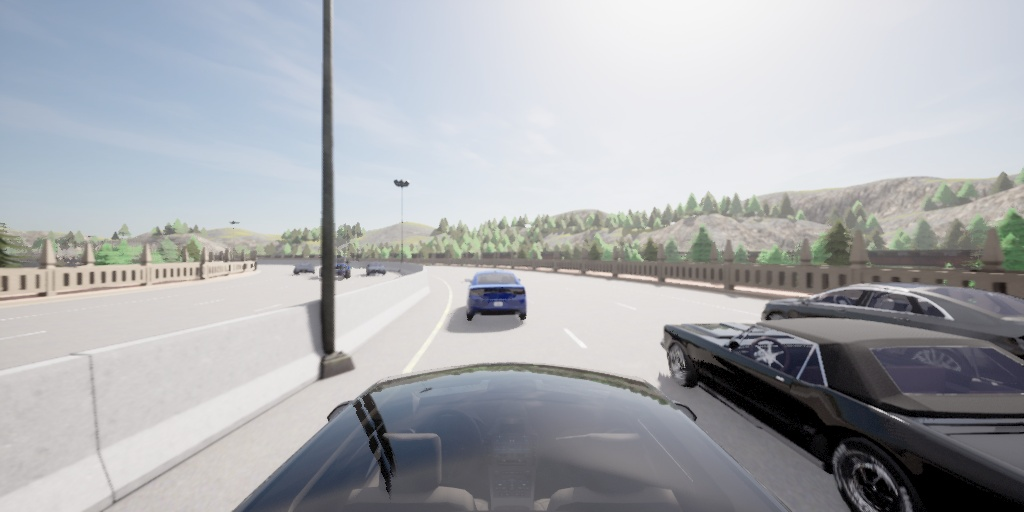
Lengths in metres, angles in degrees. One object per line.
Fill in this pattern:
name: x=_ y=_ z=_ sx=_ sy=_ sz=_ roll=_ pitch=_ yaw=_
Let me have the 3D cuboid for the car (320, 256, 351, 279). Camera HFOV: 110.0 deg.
car: x=-16.339 y=1.038 z=33.384 sx=2.150 sy=2.045 sz=5.566 roll=0 pitch=0 yaw=-21

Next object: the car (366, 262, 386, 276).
car: x=-14.426 y=1.365 z=38.070 sx=2.033 sy=1.411 sz=5.357 roll=0 pitch=0 yaw=-23

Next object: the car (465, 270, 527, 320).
car: x=-0.649 y=1.240 z=12.819 sx=1.882 sy=1.535 sz=5.008 roll=0 pitch=0 yaw=-6

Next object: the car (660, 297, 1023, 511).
car: x=3.450 y=1.345 z=3.952 sx=1.895 sy=1.301 sz=4.718 roll=0 pitch=0 yaw=-1

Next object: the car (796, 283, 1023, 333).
car: x=6.825 y=1.231 z=6.477 sx=2.128 sy=1.511 sz=4.902 roll=0 pitch=0 yaw=-2

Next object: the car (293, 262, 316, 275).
car: x=-22.871 y=1.402 z=39.679 sx=1.994 sy=1.385 sz=4.181 roll=0 pitch=0 yaw=-26
